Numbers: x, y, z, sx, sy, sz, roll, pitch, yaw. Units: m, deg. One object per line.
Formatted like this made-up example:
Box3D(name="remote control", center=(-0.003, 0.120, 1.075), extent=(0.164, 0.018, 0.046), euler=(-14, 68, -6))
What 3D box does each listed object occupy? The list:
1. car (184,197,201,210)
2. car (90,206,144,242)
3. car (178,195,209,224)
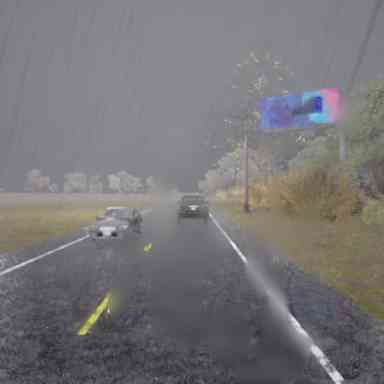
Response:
Box3D(name="car", center=(0.107, 1.459, 43.845), extent=(2.128, 1.511, 4.902), euler=(0, 0, 0))
Box3D(name="car", center=(-3.580, 1.480, 16.480), extent=(2.128, 1.511, 4.902), euler=(0, 0, 0))
Box3D(name="car", center=(0.098, 1.205, 24.942), extent=(2.150, 2.045, 5.566), euler=(0, 0, 0))
